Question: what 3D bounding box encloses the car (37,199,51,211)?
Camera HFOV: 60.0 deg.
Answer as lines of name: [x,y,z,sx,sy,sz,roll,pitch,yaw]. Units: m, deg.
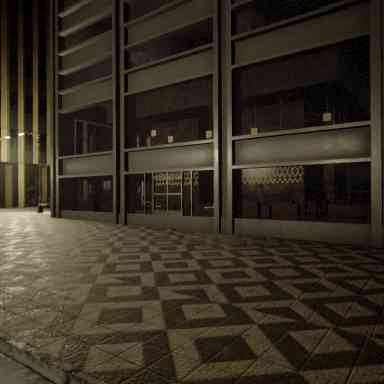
car: [-15.556,1.338,38.967,2.128,1.511,4.902,0,0,36]
